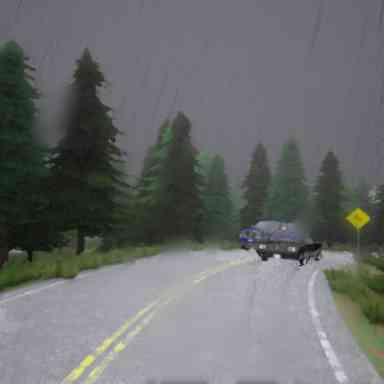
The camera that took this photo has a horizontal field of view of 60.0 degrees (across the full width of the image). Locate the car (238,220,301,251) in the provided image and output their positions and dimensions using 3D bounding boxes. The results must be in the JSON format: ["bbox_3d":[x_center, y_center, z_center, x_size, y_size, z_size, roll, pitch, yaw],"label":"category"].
[{"bbox_3d":[5.239,2.817,21.423,2.150,2.045,5.566,-1,-8,42],"label":"car"}]

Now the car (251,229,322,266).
[{"bbox_3d":[4.619,2.533,15.267,1.895,1.301,4.718,0,-6,32],"label":"car"}]
